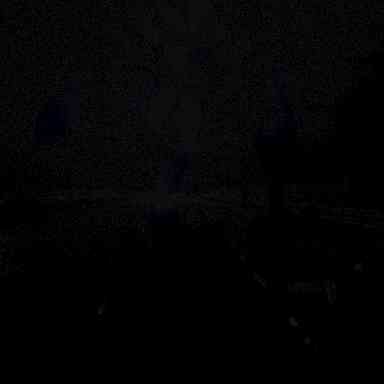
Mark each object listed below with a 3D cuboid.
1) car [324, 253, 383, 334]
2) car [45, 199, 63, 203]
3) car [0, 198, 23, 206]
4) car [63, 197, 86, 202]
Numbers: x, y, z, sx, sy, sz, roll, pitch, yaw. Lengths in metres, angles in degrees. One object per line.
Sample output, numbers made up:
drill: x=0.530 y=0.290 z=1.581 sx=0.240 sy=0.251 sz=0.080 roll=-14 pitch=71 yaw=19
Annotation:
car: x=3.605 y=1.542 z=4.891 sx=1.812 sy=1.442 sz=4.674 roll=0 pitch=0 yaw=0
car: x=-20.978 y=1.692 z=50.924 sx=1.994 sy=1.385 sz=4.181 roll=0 pitch=0 yaw=0
car: x=-27.958 y=1.635 z=50.927 sx=2.033 sy=1.411 sz=5.357 roll=0 pitch=0 yaw=1
car: x=-17.478 y=1.623 z=50.922 sx=1.837 sy=1.490 sz=4.892 roll=0 pitch=0 yaw=0
